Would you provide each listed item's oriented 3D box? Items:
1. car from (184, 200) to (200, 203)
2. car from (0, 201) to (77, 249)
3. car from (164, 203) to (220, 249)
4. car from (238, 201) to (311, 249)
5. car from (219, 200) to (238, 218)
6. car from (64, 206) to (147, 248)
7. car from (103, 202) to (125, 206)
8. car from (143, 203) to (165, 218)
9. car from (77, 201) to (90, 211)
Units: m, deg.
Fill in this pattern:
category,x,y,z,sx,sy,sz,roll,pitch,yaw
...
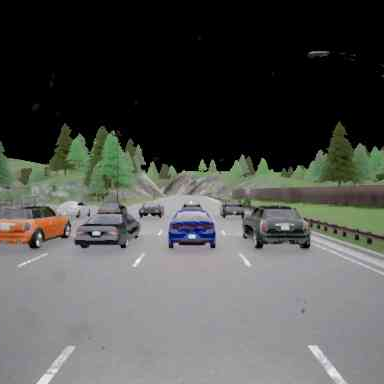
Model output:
category,x,y,z,sx,sy,sz,roll,pitch,yaw
car,0.000,1.492,29.650,2.128,1.511,4.902,0,0,0
car,-7.000,1.363,14.620,2.097,1.767,4.553,0,0,0
car,0.000,1.482,14.650,1.882,1.535,5.008,0,0,0
car,3.500,1.363,14.620,2.097,1.767,4.553,0,0,0
car,3.500,1.493,29.650,2.128,1.511,4.902,0,0,0
car,-3.500,1.560,14.650,2.033,1.411,5.357,0,0,0
car,-7.000,1.570,29.650,1.994,1.385,4.181,0,0,0
car,-3.500,1.614,29.680,1.895,1.301,4.718,0,0,0
car,-10.500,1.530,29.650,1.812,1.442,4.674,0,0,0
